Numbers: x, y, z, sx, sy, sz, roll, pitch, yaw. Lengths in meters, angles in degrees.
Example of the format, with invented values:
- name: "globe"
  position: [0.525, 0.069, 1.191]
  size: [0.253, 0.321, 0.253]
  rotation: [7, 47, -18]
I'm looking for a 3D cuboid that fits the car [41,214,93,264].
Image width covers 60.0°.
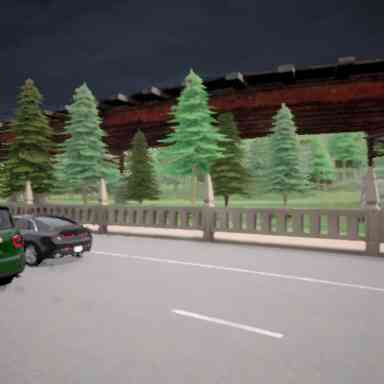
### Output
- name: "car"
  position: [-5.598, 1.523, 11.542]
  size: [4.892, 1.490, 1.837]
  rotation: [0, 0, 31]

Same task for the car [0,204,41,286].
- name: "car"
  position: [-6.426, 1.262, 8.037]
  size: [5.566, 2.045, 2.150]
  rotation: [0, 0, 31]
